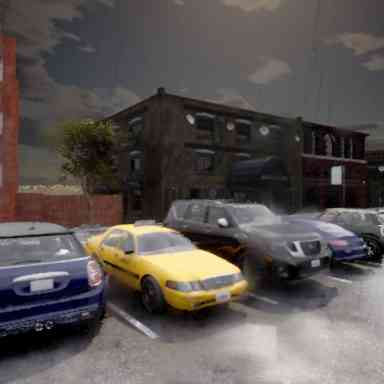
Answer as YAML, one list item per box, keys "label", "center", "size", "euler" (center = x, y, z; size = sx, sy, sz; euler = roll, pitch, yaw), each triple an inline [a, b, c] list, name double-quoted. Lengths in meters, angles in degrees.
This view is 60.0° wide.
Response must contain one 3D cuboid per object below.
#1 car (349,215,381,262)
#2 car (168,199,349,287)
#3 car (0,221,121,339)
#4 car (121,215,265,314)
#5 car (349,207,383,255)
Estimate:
- label: "car"
  center: [3.500, 1.577, 11.464]
  size: [2.002, 1.452, 4.674]
  euler: [0, 0, -35]
- label: "car"
  center: [1.214, 1.269, 9.807]
  size: [2.435, 2.045, 5.566]
  euler: [0, 0, -35]
- label: "car"
  center: [-3.390, 1.360, 6.527]
  size: [2.185, 1.767, 4.553]
  euler: [0, 0, -35]
- label: "car"
  center: [-0.999, 1.500, 8.040]
  size: [1.946, 1.575, 5.366]
  euler: [0, 0, -35]
- label: "car"
  center: [5.819, 1.428, 13.080]
  size: [2.185, 1.767, 4.553]
  euler: [0, 0, -35]
